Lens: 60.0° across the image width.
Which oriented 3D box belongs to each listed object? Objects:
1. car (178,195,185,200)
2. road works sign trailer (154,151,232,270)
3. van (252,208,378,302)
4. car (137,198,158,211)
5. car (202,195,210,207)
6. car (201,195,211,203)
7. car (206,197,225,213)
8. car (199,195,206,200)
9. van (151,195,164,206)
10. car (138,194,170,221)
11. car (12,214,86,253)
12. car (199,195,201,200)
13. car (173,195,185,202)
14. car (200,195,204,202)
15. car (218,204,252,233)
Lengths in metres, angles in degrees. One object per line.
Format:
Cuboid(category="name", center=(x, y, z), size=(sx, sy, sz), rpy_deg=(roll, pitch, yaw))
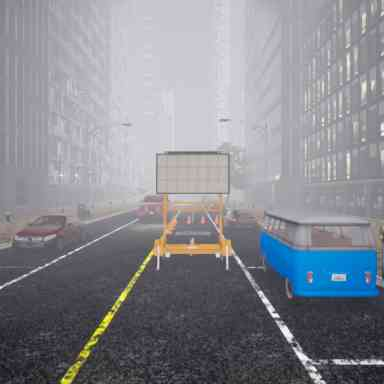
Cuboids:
Cuboid(category="car", center=(-2.761, 1.450, 90.268), size=(1.812, 1.442, 4.674), rpy_deg=(0, 0, 0))
Cuboid(category="road works sign trailer", center=(0.027, 0.464, 11.002), size=(2.380, 3.560, 2.880), rpy_deg=(0, 0, 0))
Cuboid(category="van", center=(2.709, 1.341, 7.976), size=(1.690, 1.788, 3.998), rpy_deg=(0, 0, 0))
Cuboid(category="car", center=(-5.580, 1.548, 42.156), size=(2.008, 1.369, 4.403), rpy_deg=(0, 0, 0))
Cuboid(category="car", center=(2.817, 1.544, 47.822), size=(2.008, 1.369, 4.403), rpy_deg=(0, 0, 0))
Cuboid(category="car", center=(2.878, 1.401, 70.592), size=(1.967, 1.590, 4.097), rpy_deg=(0, 0, 0))
Cuboid(category="car", center=(2.786, 1.581, 36.438), size=(1.802, 1.307, 4.206), rpy_deg=(0, 0, 0))
Cuboid(category="car", center=(2.939, 1.463, 93.362), size=(1.887, 1.381, 4.507), rpy_deg=(0, 0, 0))
Cuboid(category="van", center=(-5.548, 1.328, 53.541), size=(1.690, 1.788, 3.998), rpy_deg=(0, 0, 0))
Cuboid(category="car", center=(-3.027, 1.221, 27.731), size=(2.150, 2.045, 5.566), rpy_deg=(0, 0, 0))
Cuboid(category="car", center=(-5.656, 1.582, 13.693), size=(1.802, 1.307, 4.206), rpy_deg=(0, 0, 0))
Cuboid(category="car", center=(2.863, 1.410, 64.900), size=(1.967, 1.590, 4.097), rpy_deg=(0, 0, 0))
Cuboid(category="car", center=(-2.818, 1.560, 68.758), size=(1.895, 1.301, 4.718), rpy_deg=(0, 0, 0))
Cuboid(category="car", center=(2.832, 1.538, 53.515), size=(2.008, 1.369, 4.403), rpy_deg=(0, 0, 0))
Cuboid(category="car", center=(2.740, 1.581, 19.360), size=(1.802, 1.307, 4.206), rpy_deg=(0, 0, 0))
